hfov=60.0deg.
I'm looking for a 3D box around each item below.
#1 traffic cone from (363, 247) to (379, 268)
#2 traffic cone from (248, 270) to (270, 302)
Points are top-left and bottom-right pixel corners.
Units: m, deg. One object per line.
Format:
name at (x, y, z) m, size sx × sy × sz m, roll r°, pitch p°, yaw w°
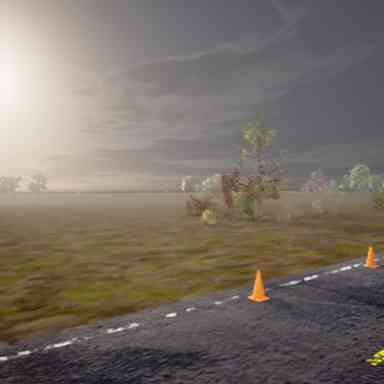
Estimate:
traffic cone at (5.394, 1.942, 10.026) m, size 0.340 × 0.580 × 0.340 m, roll 0°, pitch 0°, yaw -37°
traffic cone at (1.418, 1.955, 7.040) m, size 0.340 × 0.580 × 0.340 m, roll 0°, pitch 0°, yaw -37°
